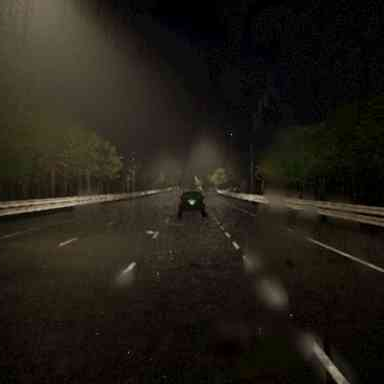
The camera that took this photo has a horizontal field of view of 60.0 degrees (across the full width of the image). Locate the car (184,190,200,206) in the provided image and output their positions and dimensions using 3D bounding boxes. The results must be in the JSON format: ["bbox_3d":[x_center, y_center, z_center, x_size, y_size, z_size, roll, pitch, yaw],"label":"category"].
[{"bbox_3d":[-0.006,0.751,46.149,2.150,2.045,5.566,0,1,0],"label":"car"}]

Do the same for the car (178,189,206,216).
[{"bbox_3d":[-0.004,0.938,28.998,2.150,2.045,5.566,0,1,0],"label":"car"}]

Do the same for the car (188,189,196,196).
[{"bbox_3d":[-0.009,0.057,93.814,2.150,2.045,5.566,0,1,0],"label":"car"}]
